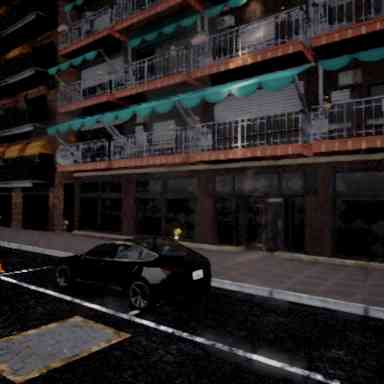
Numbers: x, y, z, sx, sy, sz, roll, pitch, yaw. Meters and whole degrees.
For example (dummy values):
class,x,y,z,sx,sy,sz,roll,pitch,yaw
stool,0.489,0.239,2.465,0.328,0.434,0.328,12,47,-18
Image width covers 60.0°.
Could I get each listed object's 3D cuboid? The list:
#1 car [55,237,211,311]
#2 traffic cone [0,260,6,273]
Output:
class,x,y,z,sx,sy,sz,roll,pitch,yaw
car,-1.550,1.765,8.138,4.313,1.339,1.947,-1,-2,37
traffic cone,-5.948,2.167,10.197,0.340,0.580,0.340,-1,-2,37
